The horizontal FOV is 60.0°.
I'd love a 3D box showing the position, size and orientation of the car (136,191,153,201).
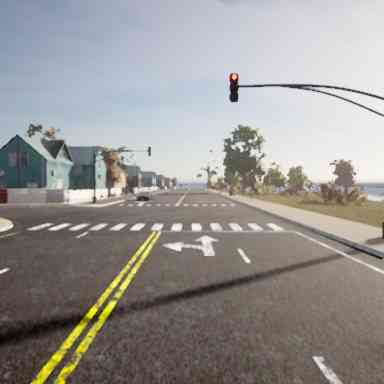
[{"bbox_3d":[-6.493,0.515,46.303,2.033,1.411,5.357,0,2,0],"label":"car"}]
